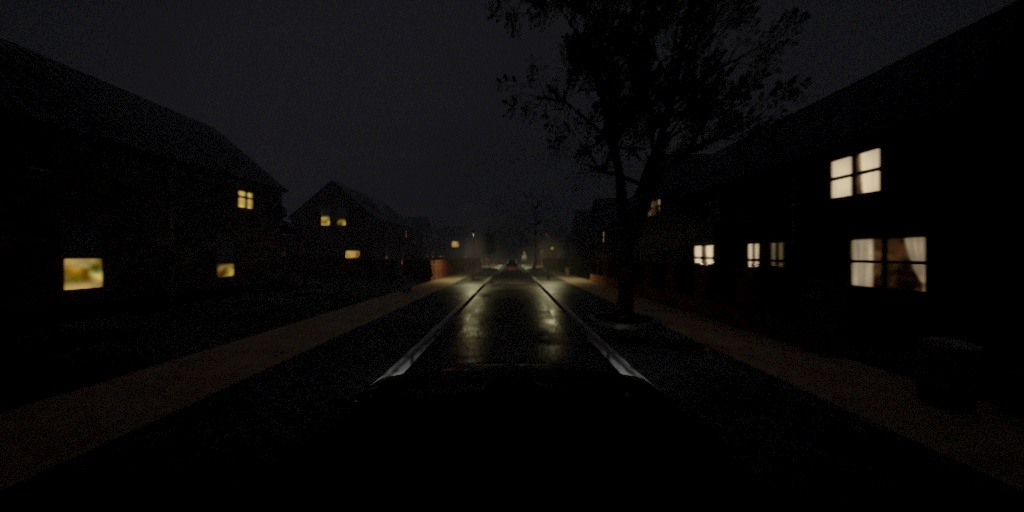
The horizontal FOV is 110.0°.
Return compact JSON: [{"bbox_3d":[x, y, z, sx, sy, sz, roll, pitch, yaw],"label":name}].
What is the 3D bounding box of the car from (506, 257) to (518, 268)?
[{"bbox_3d":[-0.014,1.390,64.066,1.837,1.490,4.892,0,0,0],"label":"car"}]
